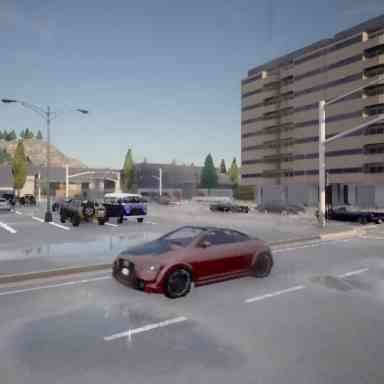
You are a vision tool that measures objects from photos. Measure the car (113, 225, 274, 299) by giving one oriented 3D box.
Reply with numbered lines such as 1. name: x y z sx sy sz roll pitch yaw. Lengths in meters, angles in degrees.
1. car: 0.152 1.564 8.487 4.181 1.385 1.994 0 0 -36

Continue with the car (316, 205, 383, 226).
1. car: 11.485 1.649 24.151 1.895 1.301 4.718 0 0 -29

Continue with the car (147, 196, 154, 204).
1. car: -9.354 1.546 66.509 2.128 1.511 4.902 0 0 -35

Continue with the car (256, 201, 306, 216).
1. car: 9.021 1.602 34.272 2.033 1.411 5.357 0 0 -35

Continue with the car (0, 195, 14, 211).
1. car: -21.872 1.451 37.845 1.970 1.475 3.806 0 0 -35

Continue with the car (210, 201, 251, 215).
1. car: 4.038 1.656 35.241 1.895 1.301 4.718 0 0 -35

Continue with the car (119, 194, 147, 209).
1. car: -9.720 1.561 54.694 1.837 1.490 4.892 0 0 -35

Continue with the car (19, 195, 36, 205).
1. car: -27.334 1.209 55.301 1.932 1.855 4.605 0 0 -35

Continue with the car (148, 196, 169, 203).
1. car: -7.042 1.546 69.299 2.128 1.511 4.902 0 0 -35

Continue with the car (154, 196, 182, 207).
1. car: -3.421 1.546 51.811 2.128 1.511 4.902 0 0 -35

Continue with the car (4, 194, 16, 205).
1. car: -29.731 1.212 53.677 1.905 1.878 3.866 0 0 -35
